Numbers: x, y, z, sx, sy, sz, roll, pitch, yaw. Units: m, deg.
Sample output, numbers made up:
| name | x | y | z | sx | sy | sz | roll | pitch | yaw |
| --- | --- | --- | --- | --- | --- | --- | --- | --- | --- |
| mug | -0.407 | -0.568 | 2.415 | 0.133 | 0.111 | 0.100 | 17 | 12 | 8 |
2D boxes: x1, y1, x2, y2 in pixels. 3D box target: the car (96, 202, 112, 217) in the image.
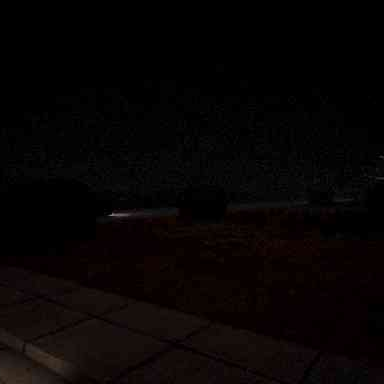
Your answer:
| name | x | y | z | sx | sy | sz | roll | pitch | yaw |
| --- | --- | --- | --- | --- | --- | --- | --- | --- | --- |
| car | -8.453 | 1.262 | 25.935 | 1.837 | 1.490 | 4.892 | 0 | 0 | 37 |
